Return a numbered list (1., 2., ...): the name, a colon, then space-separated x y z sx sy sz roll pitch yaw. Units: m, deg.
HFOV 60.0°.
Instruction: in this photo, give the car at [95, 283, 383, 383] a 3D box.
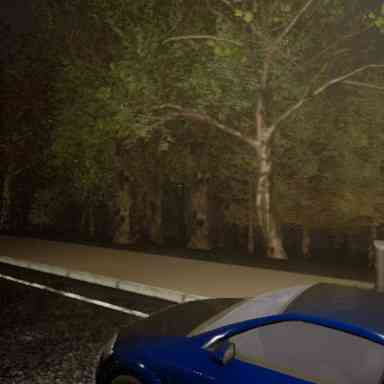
1. car: 1.062 1.573 2.928 4.181 1.385 1.994 -1 0 35
